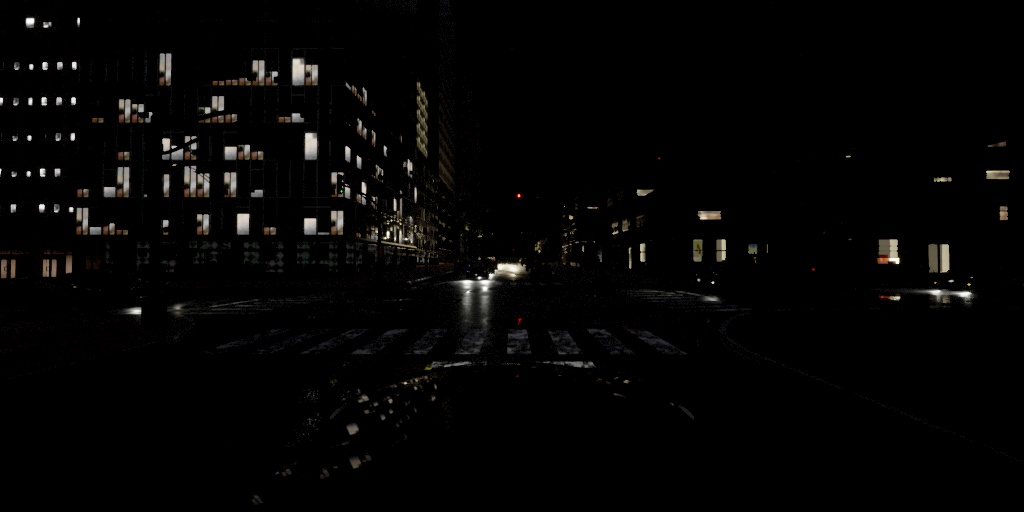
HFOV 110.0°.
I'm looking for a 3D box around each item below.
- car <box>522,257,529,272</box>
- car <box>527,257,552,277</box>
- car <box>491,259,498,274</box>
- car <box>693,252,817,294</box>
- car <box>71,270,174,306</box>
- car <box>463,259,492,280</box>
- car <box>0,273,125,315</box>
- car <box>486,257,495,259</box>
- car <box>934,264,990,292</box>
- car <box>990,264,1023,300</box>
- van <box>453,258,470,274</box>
[{"bbox_3d":[2.772,1.070,46.336,2.192,1.841,5.009,0,0,0],"label":"car"},{"bbox_3d":[2.751,1.194,34.988,1.967,1.591,4.097,0,0,0],"label":"car"},{"bbox_3d":[-3.025,1.319,42.036,1.994,1.385,4.181,0,0,0],"label":"car"},{"bbox_3d":[12.567,0.867,18.715,5.566,2.045,2.150,-1,-1,2],"label":"car"},{"bbox_3d":[-17.868,1.359,15.798,5.008,1.535,1.882,-1,-1,1],"label":"car"},{"bbox_3d":[-3.019,1.280,32.087,1.812,1.442,4.674,0,0,-1],"label":"car"},{"bbox_3d":[-17.399,1.412,13.186,4.207,1.307,1.802,0,0,1],"label":"car"},{"bbox_3d":[-3.005,1.303,52.940,2.033,1.411,5.357,0,0,0],"label":"car"},{"bbox_3d":[24.685,1.097,18.501,4.181,1.385,1.994,-1,-1,1],"label":"car"},{"bbox_3d":[20.709,0.994,12.751,4.829,1.417,1.751,0,0,1],"label":"car"},{"bbox_3d":[-5.619,1.096,40.639,1.690,1.789,3.998,0,0,0],"label":"van"}]
